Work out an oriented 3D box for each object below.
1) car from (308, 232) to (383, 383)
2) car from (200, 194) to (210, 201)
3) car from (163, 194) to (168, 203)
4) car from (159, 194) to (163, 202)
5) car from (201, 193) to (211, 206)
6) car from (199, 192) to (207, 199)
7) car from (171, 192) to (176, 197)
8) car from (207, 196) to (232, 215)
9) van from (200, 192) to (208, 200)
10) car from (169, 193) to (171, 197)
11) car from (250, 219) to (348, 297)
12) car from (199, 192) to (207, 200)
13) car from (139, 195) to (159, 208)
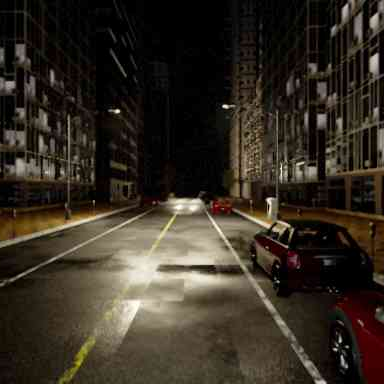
[{"bbox_3d":[2.692,1.423,2.726,1.967,1.590,4.097,0,0,0],"label":"car"},{"bbox_3d":[2.710,1.074,71.033,1.947,1.339,4.313,0,0,0],"label":"car"},{"bbox_3d":[-5.673,1.139,59.659,1.887,1.381,4.507,0,0,0],"label":"car"},{"bbox_3d":[-5.676,1.261,48.275,1.802,1.307,4.206,0,0,0],"label":"car"},{"bbox_3d":[2.704,1.245,48.265,1.947,1.339,4.313,0,0,0],"label":"car"},{"bbox_3d":[2.714,0.857,82.416,1.967,1.590,4.097,0,0,0],"label":"car"},{"bbox_3d":[-5.664,0.850,93.643,1.752,1.417,4.829,0,0,0],"label":"car"},{"bbox_3d":[2.700,1.345,31.188,1.887,1.381,4.507,0,0,0],"label":"car"},{"bbox_3d":[2.712,0.804,76.725,1.690,1.788,3.998,0,0,0],"label":"van"},{"bbox_3d":[-5.672,1.117,65.352,1.947,1.339,4.313,0,0,0],"label":"car"},{"bbox_3d":[2.693,1.388,8.418,1.967,1.590,4.097,0,0,0],"label":"car"},{"bbox_3d":[2.707,1.160,59.649,1.947,1.339,4.313,0,0,0],"label":"car"},{"bbox_3d":[-5.678,1.265,42.581,1.887,1.381,4.507,0,0,0],"label":"car"}]
